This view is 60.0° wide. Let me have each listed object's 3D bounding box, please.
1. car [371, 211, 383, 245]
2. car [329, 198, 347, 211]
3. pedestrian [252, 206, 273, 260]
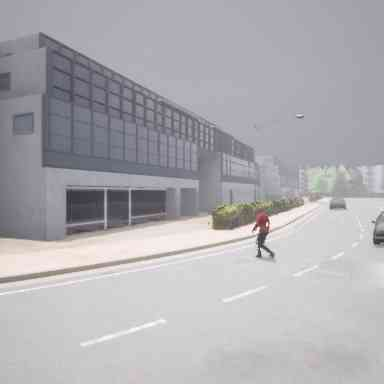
[{"bbox_3d":[9.348,1.548,15.138,2.033,1.411,5.357,0,0,30],"label":"car"},{"bbox_3d":[18.370,1.477,41.843,1.882,1.535,5.008,0,0,25],"label":"car"},{"bbox_3d":[2.341,1.294,11.053,0.375,1.860,0.375,0,0,41],"label":"pedestrian"}]
